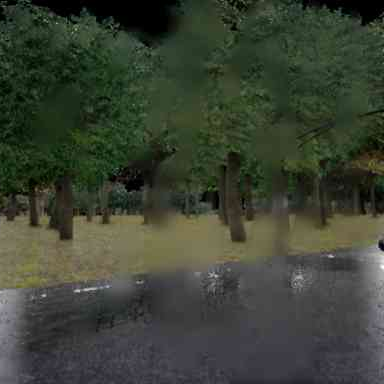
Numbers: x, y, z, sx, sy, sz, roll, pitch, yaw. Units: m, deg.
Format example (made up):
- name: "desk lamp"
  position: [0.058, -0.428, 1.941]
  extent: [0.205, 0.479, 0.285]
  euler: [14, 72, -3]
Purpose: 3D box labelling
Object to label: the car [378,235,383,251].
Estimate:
- name: "car"
  position: [11.349, 2.299, 16.884]
  extent: [4.181, 1.385, 1.994]
  euler: [1, -5, -32]
